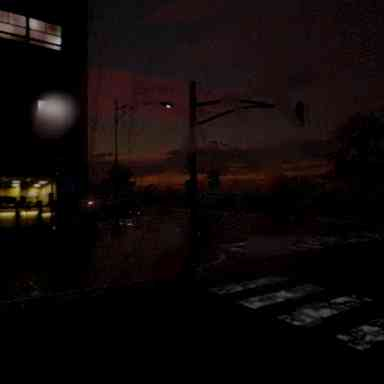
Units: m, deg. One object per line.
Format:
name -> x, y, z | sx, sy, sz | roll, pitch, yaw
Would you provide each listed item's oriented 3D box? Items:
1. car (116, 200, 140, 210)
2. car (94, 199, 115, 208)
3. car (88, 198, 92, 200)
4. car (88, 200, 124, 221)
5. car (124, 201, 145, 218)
car -> -9.743, 2.001, 50.572 | 1.994, 1.385, 4.181 | 0, 0, -35
car -> -15.480, 1.986, 58.650 | 1.882, 1.535, 5.008 | 0, 0, -35
car -> -18.123, 1.872, 56.759 | 2.097, 1.767, 4.553 | 0, 0, -35
car -> -8.602, 1.836, 31.721 | 1.882, 1.535, 5.008 | 0, 0, -35
car -> -6.626, 1.860, 34.565 | 1.837, 1.490, 4.892 | 0, 0, -35
